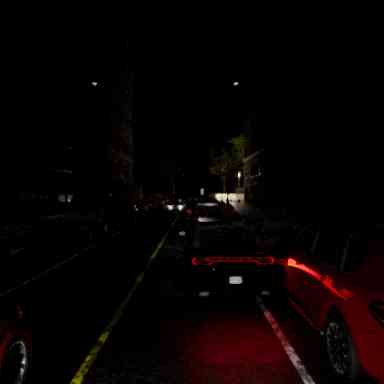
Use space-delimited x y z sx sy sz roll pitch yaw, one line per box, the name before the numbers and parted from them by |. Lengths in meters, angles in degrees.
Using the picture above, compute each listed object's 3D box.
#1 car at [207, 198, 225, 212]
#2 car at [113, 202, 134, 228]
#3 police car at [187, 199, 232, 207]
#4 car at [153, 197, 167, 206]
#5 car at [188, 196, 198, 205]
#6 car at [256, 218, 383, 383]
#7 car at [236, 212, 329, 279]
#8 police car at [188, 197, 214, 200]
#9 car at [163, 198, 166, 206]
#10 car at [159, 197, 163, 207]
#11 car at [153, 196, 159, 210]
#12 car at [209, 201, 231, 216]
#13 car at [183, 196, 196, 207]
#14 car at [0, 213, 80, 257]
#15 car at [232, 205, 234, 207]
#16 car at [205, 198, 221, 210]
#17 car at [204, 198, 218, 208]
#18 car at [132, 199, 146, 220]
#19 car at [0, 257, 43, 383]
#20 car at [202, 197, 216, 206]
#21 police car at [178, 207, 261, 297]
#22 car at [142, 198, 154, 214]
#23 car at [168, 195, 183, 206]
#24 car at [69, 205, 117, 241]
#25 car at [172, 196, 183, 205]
car | 2.730 1.500 38.552 1.752 1.417 4.829 0 0 0
car | -5.336 1.527 21.843 1.887 1.381 4.507 0 0 0
police car | 0.868 1.410 18.755 1.930 1.638 5.238 0 0 0
car | -5.255 1.556 54.956 1.802 1.307 4.206 0 0 0
car | 0.145 1.500 60.017 1.812 1.442 4.674 0 0 0
car | 2.648 1.311 5.273 2.192 1.841 5.009 0 0 0
car | 2.658 1.517 10.959 1.752 1.417 4.829 0 0 0
police car | 0.883 1.406 24.755 1.930 1.638 5.238 0 0 0
car | -5.269 1.414 49.437 1.967 1.590 4.097 0 0 0
car | -5.283 1.499 43.747 1.752 1.417 4.829 0 0 0
car | -5.296 1.414 38.399 1.967 1.590 4.097 0 0 0
car | 2.716 1.558 32.864 1.802 1.307 4.206 0 0 0
car | 0.112 1.575 45.695 1.895 1.301 4.718 0 0 0
car | -5.364 1.573 10.805 1.802 1.307 4.206 0 0 0
car | 2.702 1.561 27.346 1.802 1.307 4.206 0 0 0
car | 2.743 1.519 43.901 1.887 1.381 4.507 0 0 0
car | 2.757 1.557 49.419 1.802 1.307 4.206 0 0 0
car | -5.323 1.544 27.362 1.947 1.339 4.313 0 0 0
car | -2.846 1.562 2.188 1.994 1.385 4.181 0 0 0
car | 2.770 1.541 54.937 1.947 1.339 4.313 0 0 0
police car | 0.696 1.418 8.719 1.930 1.638 5.238 0 0 -3
car | -5.309 1.526 32.880 2.008 1.369 4.403 0 0 0
car | -2.667 1.326 54.225 2.097 1.767 4.553 0 0 1
car | -5.350 1.537 16.324 2.008 1.369 4.403 0 0 0
car | -2.603 1.483 60.655 1.837 1.490 4.892 0 0 0
